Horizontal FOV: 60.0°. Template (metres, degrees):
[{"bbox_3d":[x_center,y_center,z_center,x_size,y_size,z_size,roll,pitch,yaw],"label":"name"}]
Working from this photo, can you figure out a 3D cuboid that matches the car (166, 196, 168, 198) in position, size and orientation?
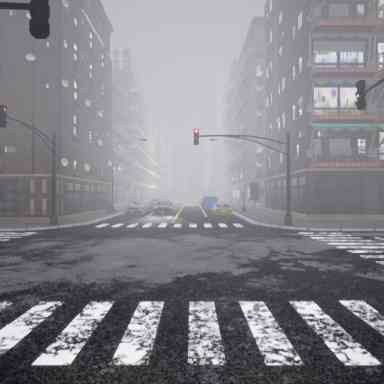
[{"bbox_3d":[-5.395,1.564,55.144,1.752,1.417,4.829,1,0,0],"label":"car"}]

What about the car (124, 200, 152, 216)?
[{"bbox_3d":[-5.489,1.565,32.683,2.008,1.369,4.403,1,0,0],"label":"car"}]

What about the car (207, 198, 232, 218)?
[{"bbox_3d":[2.655,1.538,30.241,1.752,1.417,4.829,1,0,0],"label":"car"}]

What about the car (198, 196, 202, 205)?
[{"bbox_3d":[2.496,1.347,49.728,2.192,1.841,5.009,1,0,0],"label":"car"}]

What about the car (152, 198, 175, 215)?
[{"bbox_3d":[-2.806,1.616,33.884,1.895,1.301,4.718,0,0,0],"label":"car"}]

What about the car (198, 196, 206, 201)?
[{"bbox_3d":[2.438,1.627,83.664,1.887,1.381,4.507,1,0,0],"label":"car"}]

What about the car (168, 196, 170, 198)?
[{"bbox_3d":[-5.406,1.628,60.972,1.802,1.307,4.206,1,0,0],"label":"car"}]

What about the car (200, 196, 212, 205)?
[{"bbox_3d":[2.476,1.486,61.040,1.967,1.590,4.097,1,0,0],"label":"car"}]

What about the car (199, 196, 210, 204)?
[{"bbox_3d":[2.466,1.604,66.696,2.008,1.369,4.403,1,0,0],"label":"car"}]

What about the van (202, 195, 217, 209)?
[{"bbox_3d":[2.537,1.366,44.074,1.690,1.788,3.998,1,0,0],"label":"van"}]

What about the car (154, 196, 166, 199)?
[{"bbox_3d":[-5.387,1.614,49.657,1.802,1.307,4.206,1,0,0],"label":"car"}]

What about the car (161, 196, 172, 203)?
[{"bbox_3d":[-5.424,1.613,72.288,2.008,1.369,4.403,1,0,0],"label":"car"}]
